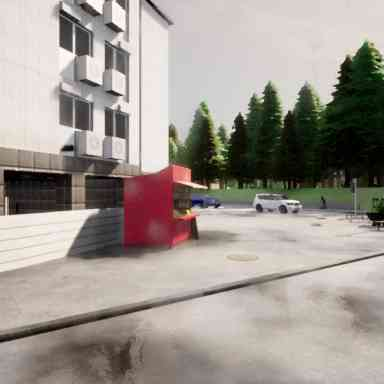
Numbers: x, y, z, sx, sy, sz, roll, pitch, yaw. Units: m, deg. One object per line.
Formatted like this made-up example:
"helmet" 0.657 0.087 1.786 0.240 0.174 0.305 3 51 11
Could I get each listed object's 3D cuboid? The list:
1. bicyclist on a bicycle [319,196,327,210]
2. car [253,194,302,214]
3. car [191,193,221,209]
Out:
"bicyclist on a bicycle" 15.947 1.349 40.536 1.656 1.620 0.582 0 0 -35
"car" 9.058 1.221 35.743 2.150 2.045 5.566 0 0 -35
"car" 1.654 1.223 46.172 2.150 2.045 5.566 0 0 -36
